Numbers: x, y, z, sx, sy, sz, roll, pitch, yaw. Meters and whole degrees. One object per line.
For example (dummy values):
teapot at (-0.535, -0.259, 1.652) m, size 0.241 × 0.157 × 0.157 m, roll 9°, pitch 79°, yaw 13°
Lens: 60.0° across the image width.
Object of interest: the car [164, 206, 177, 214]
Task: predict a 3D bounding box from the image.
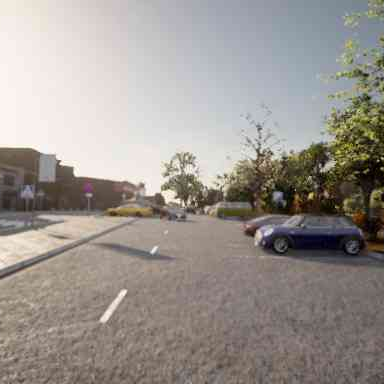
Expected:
car at (-3.677, 3.056, 56.808) m, size 1.994 × 1.385 × 4.181 m, roll 1°, pitch -3°, yaw -1°

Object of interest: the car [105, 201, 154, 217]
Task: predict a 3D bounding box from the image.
car at (-7.574, 2.161, 39.438) m, size 5.366 × 1.575 × 1.946 m, roll 1°, pitch -2°, yaw -1°

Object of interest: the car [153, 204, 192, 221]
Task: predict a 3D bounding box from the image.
car at (-2.089, 2.139, 34.303) m, size 2.128 × 1.511 × 4.902 m, roll 2°, pitch -2°, yaw -21°

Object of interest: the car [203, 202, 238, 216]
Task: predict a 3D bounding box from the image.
car at (4.669, 2.850, 55.532) m, size 5.566 × 2.045 × 2.435 m, roll 1°, pitch -3°, yaw -1°

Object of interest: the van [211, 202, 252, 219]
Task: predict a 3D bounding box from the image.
van at (4.769, 2.204, 38.909) m, size 4.442 × 1.987 × 1.878 m, roll 1°, pitch -2°, yaw -1°

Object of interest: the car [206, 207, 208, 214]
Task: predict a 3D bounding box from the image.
car at (5.013, 2.625, 44.356) m, size 5.366 × 1.575 × 1.946 m, roll 1°, pitch -2°, yaw -1°

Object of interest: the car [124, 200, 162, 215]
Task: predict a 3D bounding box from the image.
car at (-7.483, 2.386, 51.587) m, size 5.566 × 2.045 × 2.435 m, roll 1°, pitch -2°, yaw -1°

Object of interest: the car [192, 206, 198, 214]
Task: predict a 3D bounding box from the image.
car at (-0.154, 3.213, 59.603) m, size 1.837 × 1.490 × 4.892 m, roll 0°, pitch -3°, yaw 5°

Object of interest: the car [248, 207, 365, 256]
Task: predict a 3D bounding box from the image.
car at (5.126, 1.764, 14.947) m, size 4.553 × 1.767 × 2.185 m, roll 1°, pitch -1°, yaw 0°

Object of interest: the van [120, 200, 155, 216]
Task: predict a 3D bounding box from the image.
van at (-7.327, 2.159, 45.400) m, size 4.442 × 1.987 × 1.878 m, roll 1°, pitch -2°, yaw -1°

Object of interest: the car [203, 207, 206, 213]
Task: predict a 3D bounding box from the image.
car at (4.748, 2.599, 50.076) m, size 5.566 × 2.045 × 2.435 m, roll 1°, pitch -3°, yaw -1°

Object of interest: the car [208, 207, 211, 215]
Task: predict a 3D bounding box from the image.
car at (5.039, 2.528, 41.696) m, size 5.366 × 1.575 × 1.946 m, roll 1°, pitch -2°, yaw 0°

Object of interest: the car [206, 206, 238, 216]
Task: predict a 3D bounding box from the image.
car at (4.724, 2.978, 52.855) m, size 4.892 × 1.521 × 2.231 m, roll 1°, pitch -3°, yaw -1°

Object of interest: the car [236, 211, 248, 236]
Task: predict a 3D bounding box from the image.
car at (5.048, 1.983, 18.114) m, size 4.674 × 1.452 × 2.002 m, roll 1°, pitch -1°, yaw 0°
